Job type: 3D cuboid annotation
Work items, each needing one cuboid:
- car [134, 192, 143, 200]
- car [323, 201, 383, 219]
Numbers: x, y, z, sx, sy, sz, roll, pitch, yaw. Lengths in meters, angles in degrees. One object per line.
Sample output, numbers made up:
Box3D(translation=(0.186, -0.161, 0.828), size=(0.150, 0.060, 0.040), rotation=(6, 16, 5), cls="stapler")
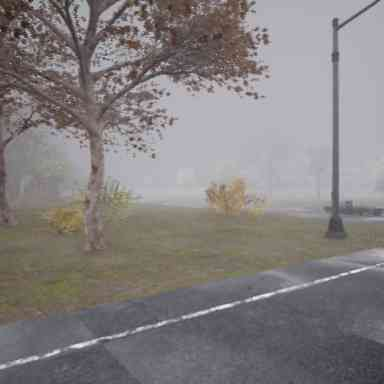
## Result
Box3D(translation=(-10.924, 0.773, 62.076), size=(1.882, 1.535, 5.008), rotation=(-1, 1, -35), cls="car")
Box3D(translation=(13.436, 1.390, 27.430), size=(1.895, 1.301, 4.718), rotation=(-1, 1, -35), cls="car")
